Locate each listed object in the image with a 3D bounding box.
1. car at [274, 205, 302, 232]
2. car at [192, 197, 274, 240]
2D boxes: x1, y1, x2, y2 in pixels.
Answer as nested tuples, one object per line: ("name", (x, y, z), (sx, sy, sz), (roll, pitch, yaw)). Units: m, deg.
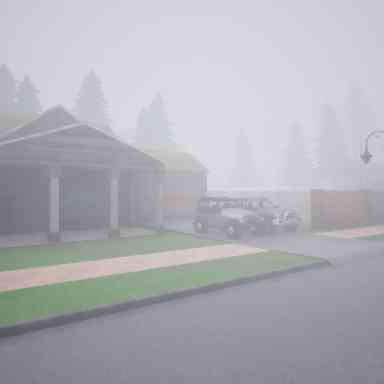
("car", (3.494, 1.174, 17.880), (1.932, 1.855, 4.605), (0, 0, -36))
("car", (1.684, 1.176, 16.093), (1.905, 1.878, 3.866), (0, 0, -36))
